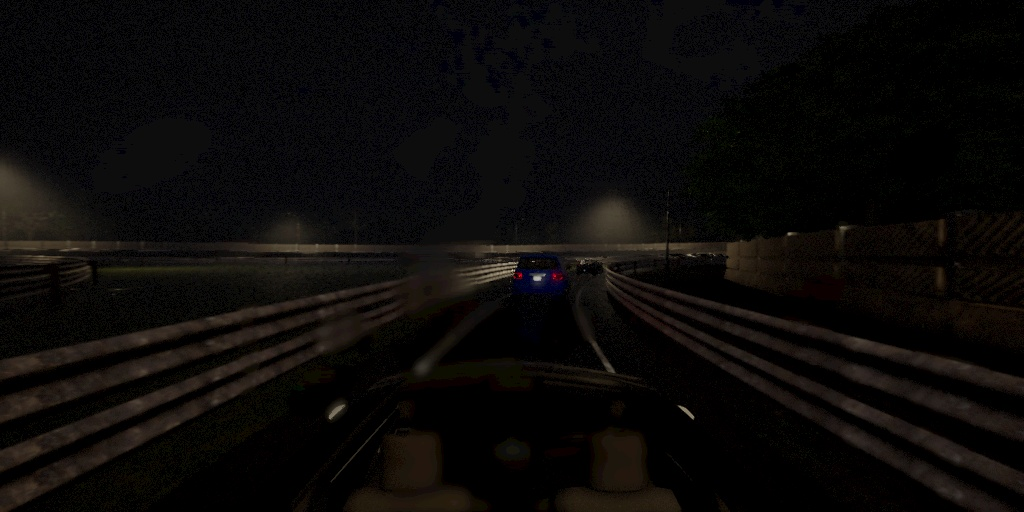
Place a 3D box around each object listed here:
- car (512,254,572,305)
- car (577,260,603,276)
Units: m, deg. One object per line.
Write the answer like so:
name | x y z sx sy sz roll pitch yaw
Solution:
car | 1.452 0.939 16.220 2.150 2.045 5.566 1 0 11
car | 7.889 1.138 36.052 2.128 1.511 4.902 2 1 25
